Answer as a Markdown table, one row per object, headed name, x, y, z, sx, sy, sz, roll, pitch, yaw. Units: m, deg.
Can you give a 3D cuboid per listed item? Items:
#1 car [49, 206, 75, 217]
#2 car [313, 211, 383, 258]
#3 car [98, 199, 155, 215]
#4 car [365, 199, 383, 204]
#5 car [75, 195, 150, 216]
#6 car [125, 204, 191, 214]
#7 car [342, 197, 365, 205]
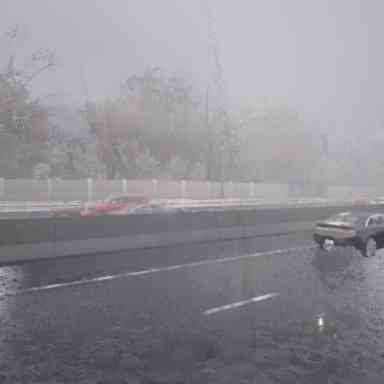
| name | x | y | z | sx | sy | sz | roll | pitch | yaw |
| --- | --- | --- | --- | --- | --- | --- | --- | --- | --- |
| car | -9.201 | 1.611 | 27.526 | 4.718 | 1.301 | 1.895 | 0 | 0 | -35 |
| car | 6.691 | 1.508 | 12.819 | 4.902 | 1.511 | 2.128 | 0 | 0 | -36 |
| car | -3.572 | 1.505 | 22.943 | 4.902 | 1.511 | 2.128 | 0 | 0 | -36 |
| car | 28.662 | 1.682 | 50.182 | 4.718 | 1.301 | 1.895 | 0 | 0 | -35 |
| car | -5.683 | 1.234 | 25.737 | 5.566 | 2.045 | 2.150 | 0 | 0 | -36 |
| car | -1.317 | 1.614 | 20.253 | 4.718 | 1.301 | 1.895 | 0 | 0 | -35 |
| car | 25.667 | 1.557 | 52.346 | 5.008 | 1.535 | 1.882 | 0 | 0 | -35 |
